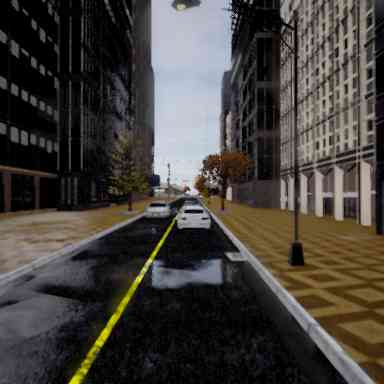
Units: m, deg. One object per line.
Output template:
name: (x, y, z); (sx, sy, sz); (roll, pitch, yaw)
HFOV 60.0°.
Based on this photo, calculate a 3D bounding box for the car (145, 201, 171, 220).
car: (-2.832, 1.537, 28.369); (1.812, 1.442, 4.674); (0, 0, 0)

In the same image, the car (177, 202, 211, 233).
car: (0.105, 1.532, 19.472); (1.812, 1.442, 4.674); (0, 0, 0)
